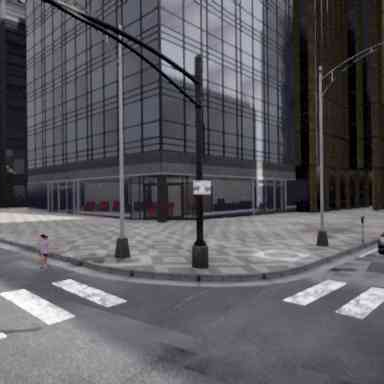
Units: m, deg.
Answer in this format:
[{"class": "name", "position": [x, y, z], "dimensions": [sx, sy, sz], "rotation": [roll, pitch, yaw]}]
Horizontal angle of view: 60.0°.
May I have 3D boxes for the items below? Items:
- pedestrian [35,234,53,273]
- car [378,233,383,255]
[{"class": "pedestrian", "position": [-4.102, 1.679, 9.310], "dimensions": [0.500, 1.100, 0.500], "rotation": [-1, -1, 43]}, {"class": "car", "position": [8.616, 1.687, 12.988], "dimensions": [1.802, 1.307, 4.206], "rotation": [-2, -1, 43]}]
